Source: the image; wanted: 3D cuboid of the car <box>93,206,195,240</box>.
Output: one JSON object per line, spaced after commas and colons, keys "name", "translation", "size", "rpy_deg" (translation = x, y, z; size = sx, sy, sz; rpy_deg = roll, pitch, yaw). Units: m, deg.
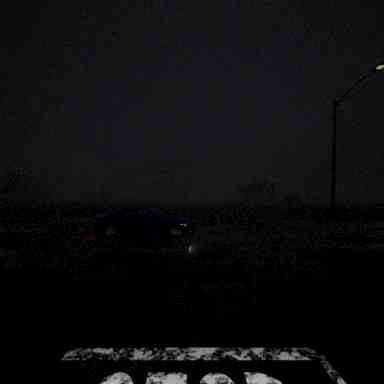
{"name": "car", "translation": [-2.364, 1.481, 16.616], "size": [5.008, 1.535, 1.882], "rpy_deg": [0, 0, 0]}
